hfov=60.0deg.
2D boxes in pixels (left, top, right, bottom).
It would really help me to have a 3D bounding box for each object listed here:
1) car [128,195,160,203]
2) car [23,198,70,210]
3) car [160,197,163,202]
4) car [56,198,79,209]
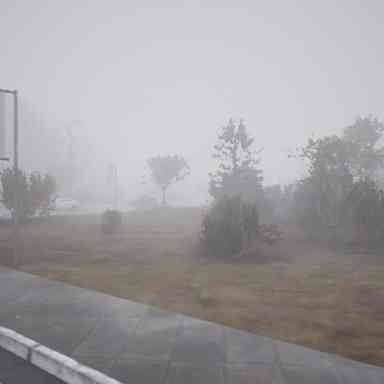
[{"bbox_3d":[-7.885,1.348,52.748,1.882,1.535,5.008,0,1,39],"label":"car"},{"bbox_3d":[-19.204,1.535,44.174,2.033,1.411,5.357,0,0,39],"label":"car"},{"bbox_3d":[-7.062,1.308,59.382,1.812,1.442,4.674,0,1,38],"label":"car"},{"bbox_3d":[-16.539,1.514,41.902,1.812,1.442,4.674,0,0,38],"label":"car"}]
